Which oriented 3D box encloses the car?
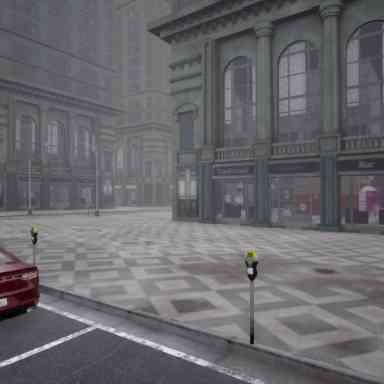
[{"bbox_3d":[-4.713,1.546,6.316,4.507,1.381,1.887,0,0,35],"label":"car"}]
